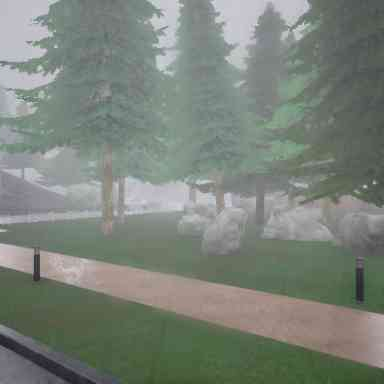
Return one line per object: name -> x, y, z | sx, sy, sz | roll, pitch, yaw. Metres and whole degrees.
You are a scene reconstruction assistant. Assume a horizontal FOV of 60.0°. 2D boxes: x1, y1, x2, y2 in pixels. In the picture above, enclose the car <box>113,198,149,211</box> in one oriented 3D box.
car -> -6.894, 1.363, 37.529 | 1.812, 1.442, 4.674 | 0, 0, 36
